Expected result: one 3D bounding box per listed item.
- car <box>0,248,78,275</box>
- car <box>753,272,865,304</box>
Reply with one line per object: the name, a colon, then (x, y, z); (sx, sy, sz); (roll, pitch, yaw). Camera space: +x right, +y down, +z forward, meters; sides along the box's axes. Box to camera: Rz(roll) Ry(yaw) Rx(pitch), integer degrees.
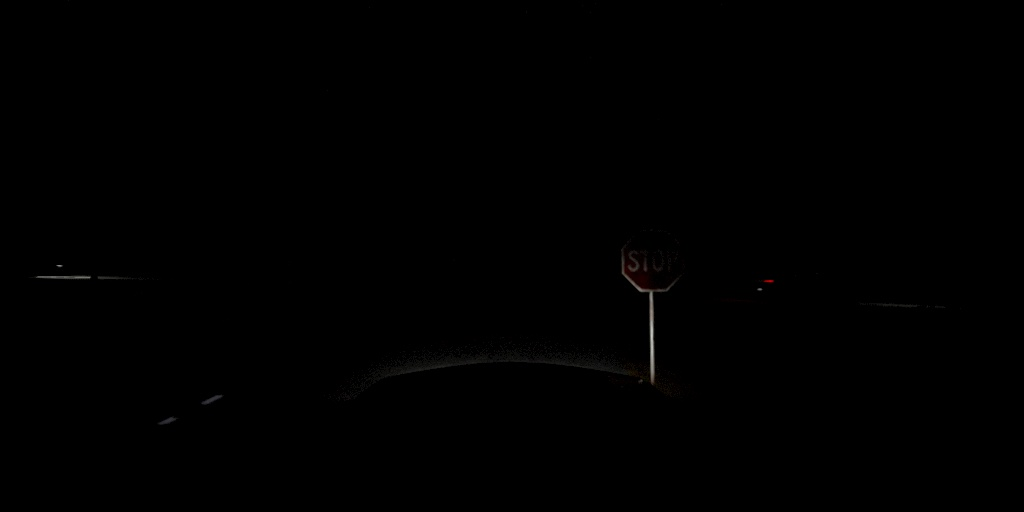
car: (-25.337, 0.295, 18.523); (4.181, 1.385, 1.994); (2, -2, 0)
car: (15.084, 1.582, 18.308); (4.902, 1.511, 2.128); (2, -2, 0)
